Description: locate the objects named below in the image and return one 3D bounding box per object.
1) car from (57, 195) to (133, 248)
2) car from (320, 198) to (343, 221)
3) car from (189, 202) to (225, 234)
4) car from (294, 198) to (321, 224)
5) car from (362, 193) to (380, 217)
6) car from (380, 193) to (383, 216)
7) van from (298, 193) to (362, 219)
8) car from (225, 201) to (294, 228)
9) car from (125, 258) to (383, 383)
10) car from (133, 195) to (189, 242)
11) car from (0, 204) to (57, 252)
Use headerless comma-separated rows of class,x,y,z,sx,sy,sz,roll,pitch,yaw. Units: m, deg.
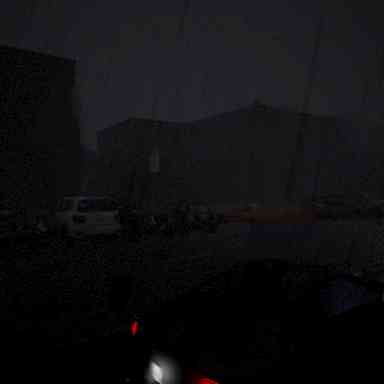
car,-5.151,1.217,15.292,2.435,2.045,5.566,0,0,-36
car,8.321,1.431,24.902,2.002,1.452,4.674,0,0,-36
car,-0.632,1.320,18.455,2.185,1.767,4.553,0,0,-36
car,5.971,1.404,23.450,1.946,1.575,5.366,0,0,-36
car,12.786,1.229,28.141,2.185,1.767,4.553,0,0,-36
car,15.063,1.082,29.698,2.435,2.045,5.566,-1,0,-36
van,10.629,1.148,26.414,1.878,1.987,4.442,0,0,-36
car,3.727,1.418,21.843,1.946,1.575,5.366,0,0,-36
car,1.333,1.548,4.082,4.181,1.385,1.994,0,0,-35
car,-2.876,1.206,16.852,2.435,2.045,5.566,0,0,-36
car,-7.393,1.355,13.691,2.185,1.767,4.553,0,0,-36
